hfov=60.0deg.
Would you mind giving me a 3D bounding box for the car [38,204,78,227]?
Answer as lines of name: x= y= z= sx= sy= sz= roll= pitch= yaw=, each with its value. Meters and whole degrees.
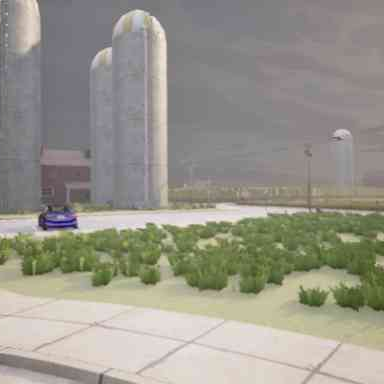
car: x=-9.296 y=1.674 z=22.908 sx=2.242 sy=1.667 sz=4.611 roll=0 pitch=0 yaw=-29
